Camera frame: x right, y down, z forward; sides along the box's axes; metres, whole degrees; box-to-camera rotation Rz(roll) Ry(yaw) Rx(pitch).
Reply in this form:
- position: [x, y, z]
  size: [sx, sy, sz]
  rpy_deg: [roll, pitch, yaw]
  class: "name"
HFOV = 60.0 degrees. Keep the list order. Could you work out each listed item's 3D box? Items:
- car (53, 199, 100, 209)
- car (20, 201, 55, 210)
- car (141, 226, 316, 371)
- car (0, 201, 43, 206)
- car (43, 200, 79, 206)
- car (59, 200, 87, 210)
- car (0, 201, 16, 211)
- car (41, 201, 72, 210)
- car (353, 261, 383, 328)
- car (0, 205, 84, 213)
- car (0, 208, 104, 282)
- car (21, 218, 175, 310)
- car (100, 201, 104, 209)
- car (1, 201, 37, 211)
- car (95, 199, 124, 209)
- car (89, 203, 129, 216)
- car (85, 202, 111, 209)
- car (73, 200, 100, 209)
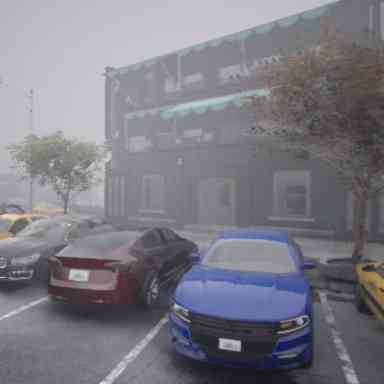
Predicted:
- position: [-14.948, 1.938, 41.531]
  size: [5.566, 2.045, 2.435]
  rpy_deg: [2, -1, 15]
  class: "car"
- position: [-26.458, 2.294, 57.098]
  size: [5.366, 1.575, 1.946]
  rpy_deg: [0, -1, 15]
  class: "car"
- position: [1.112, 1.472, 6.145]
  size: [2.097, 1.535, 5.008]
  rpy_deg: [1, 0, 16]
  class: "car"
- position: [-8.495, 1.278, 13.057]
  size: [2.185, 1.767, 4.553]
  rpy_deg: [1, 0, 16]
  class: "car"
- position: [-16.538, 2.085, 39.006]
  size: [5.366, 1.575, 1.946]
  rpy_deg: [2, -1, 15]
  class: "car"
- position: [-22.435, 2.377, 62.638]
  size: [4.553, 1.767, 2.185]
  rpy_deg: [0, -2, 15]
  class: "car"
- position: [-30.156, 2.093, 51.489]
  size: [4.892, 1.521, 2.231]
  rpy_deg: [0, -2, 15]
  class: "car"
- position: [-24.314, 2.430, 59.836]
  size: [4.792, 1.488, 2.163]
  rpy_deg: [0, -2, 15]
  class: "car"
- position: [3.569, 1.488, 4.602]
  size: [1.946, 1.575, 5.366]
  rpy_deg: [0, -1, 16]
  class: "car"
- position: [-6.142, 1.415, 11.126]
  size: [1.946, 1.575, 5.366]
  rpy_deg: [1, 0, 16]
  class: "car"
- position: [-3.697, 1.439, 9.589]
  size: [2.231, 1.521, 4.892]
  rpy_deg: [1, 0, 16]
  class: "car"
- position: [-1.285, 1.484, 7.892]
  size: [2.163, 1.488, 4.792]
  rpy_deg: [0, -1, 16]
  class: "car"
- position: [-13.257, 2.327, 43.997]
  size: [4.674, 1.452, 2.002]
  rpy_deg: [2, -1, 15]
  class: "car"
- position: [-28.209, 2.197, 54.268]
  size: [4.892, 1.521, 2.231]
  rpy_deg: [0, -1, 15]
  class: "car"
- position: [-17.344, 2.521, 69.968]
  size: [5.566, 2.045, 2.435]
  rpy_deg: [0, -1, 15]
  class: "car"
- position: [-11.518, 2.381, 46.472]
  size: [5.008, 1.535, 2.097]
  rpy_deg: [2, -1, 15]
  class: "car"
- position: [-19.015, 2.723, 67.513]
  size: [4.674, 1.452, 2.002]
  rpy_deg: [0, -2, 15]
  class: "car"
- position: [-20.679, 2.467, 65.058]
  size: [4.553, 1.767, 2.185]
  rpy_deg: [0, -1, 15]
  class: "car"
